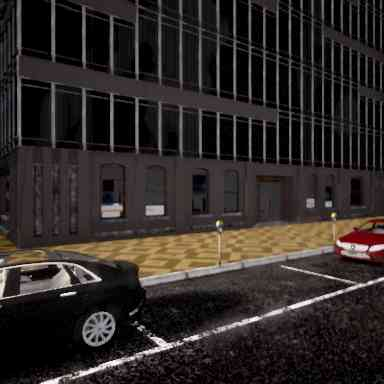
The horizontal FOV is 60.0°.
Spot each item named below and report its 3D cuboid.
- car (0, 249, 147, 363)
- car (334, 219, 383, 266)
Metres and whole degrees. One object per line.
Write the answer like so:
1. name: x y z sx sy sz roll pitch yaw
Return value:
1. car: -2.780 1.551 4.577 4.403 1.369 2.008 0 0 -35
2. car: 6.510 1.570 11.157 4.206 1.307 1.802 0 0 -35
